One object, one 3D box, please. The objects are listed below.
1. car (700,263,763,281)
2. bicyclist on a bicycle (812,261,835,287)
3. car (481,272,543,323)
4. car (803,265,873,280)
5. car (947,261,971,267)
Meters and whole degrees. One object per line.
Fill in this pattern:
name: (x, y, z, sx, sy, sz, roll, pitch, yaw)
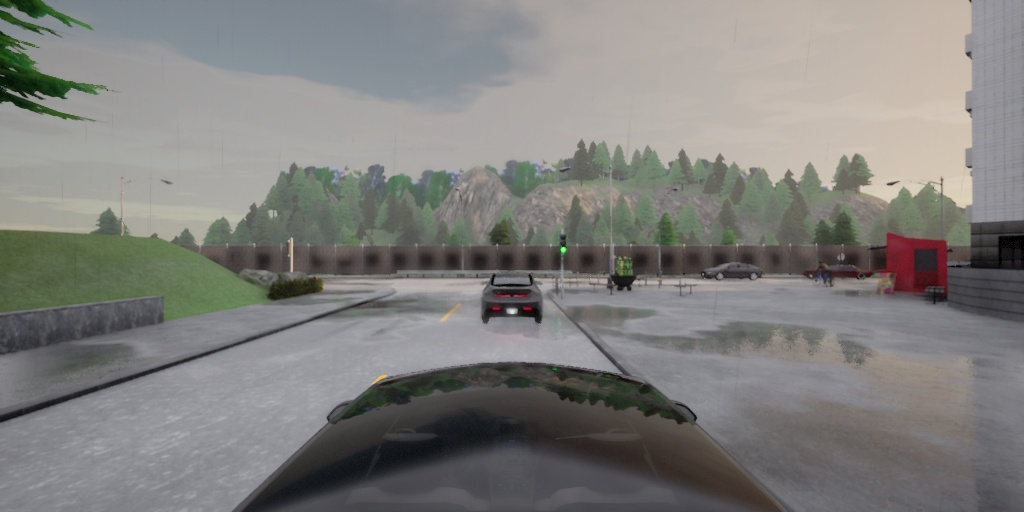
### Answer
car: (19.069, 1.349, 31.242, 4.892, 1.490, 1.837, 0, 0, 0)
bicyclist on a bicycle: (19.821, 1.165, 22.850, 0.582, 1.620, 1.656, 0, 0, 0)
car: (-0.004, 1.289, 12.285, 1.837, 1.490, 4.892, 0, 0, 0)
car: (28.325, 1.444, 31.315, 4.718, 1.301, 1.895, 0, 0, 0)
car: (38.615, 1.194, 31.385, 4.553, 1.767, 2.097, 0, 0, 0)
